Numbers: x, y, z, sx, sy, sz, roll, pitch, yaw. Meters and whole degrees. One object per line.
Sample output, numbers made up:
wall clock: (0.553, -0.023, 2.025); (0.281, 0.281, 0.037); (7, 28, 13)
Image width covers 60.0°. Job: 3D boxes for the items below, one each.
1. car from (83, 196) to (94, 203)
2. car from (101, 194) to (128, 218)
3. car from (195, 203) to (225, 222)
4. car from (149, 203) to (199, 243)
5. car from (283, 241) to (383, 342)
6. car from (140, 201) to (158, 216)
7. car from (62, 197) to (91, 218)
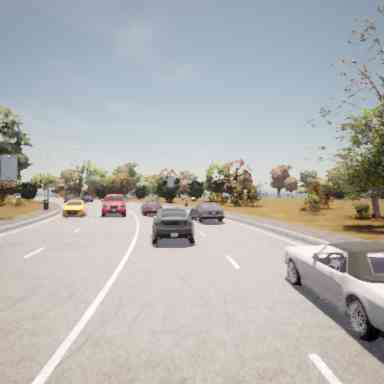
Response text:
car: (-22.013, 1.498, 70.196); (1.882, 1.535, 5.008); (0, 0, -28)
car: (-7.307, 1.247, 31.299); (2.150, 2.045, 5.566); (0, 0, -13)
car: (1.097, 1.560, 26.191); (2.033, 1.411, 5.357); (0, 0, -10)
car: (-0.982, 1.515, 16.074); (1.837, 1.490, 4.892); (0, 0, -6)
car: (3.344, 1.596, 6.438); (1.895, 1.301, 4.718); (0, 0, -3)
car: (-4.063, 1.588, 33.506); (1.994, 1.385, 4.181); (0, 0, -13)
car: (-10.840, 1.507, 30.960); (1.882, 1.535, 5.008); (0, 0, -13)
